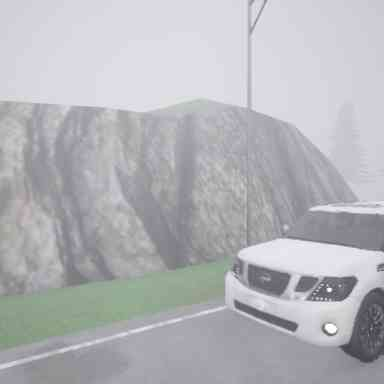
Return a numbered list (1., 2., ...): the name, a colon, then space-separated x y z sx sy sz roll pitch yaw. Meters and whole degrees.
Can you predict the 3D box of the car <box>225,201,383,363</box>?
1. car: 3.193 1.220 6.258 5.566 2.045 2.150 0 0 -36
